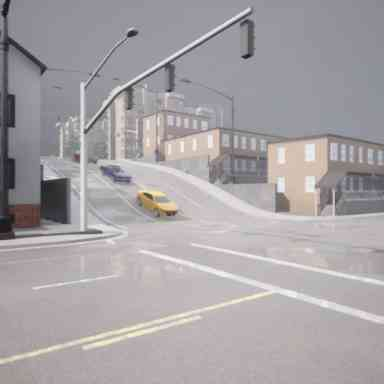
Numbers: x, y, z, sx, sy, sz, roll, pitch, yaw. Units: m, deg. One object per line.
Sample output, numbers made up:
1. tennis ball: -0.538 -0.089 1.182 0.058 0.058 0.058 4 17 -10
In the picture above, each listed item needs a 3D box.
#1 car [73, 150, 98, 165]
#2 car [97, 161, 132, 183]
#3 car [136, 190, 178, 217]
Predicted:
1. car: -13.832 -4.607 43.153 2.097 1.767 4.553 0 8 -35
2. car: -8.119 -2.032 35.259 1.895 1.301 4.718 0 17 -36
3. car: -2.993 0.829 28.355 1.882 1.535 5.008 0 16 -37
